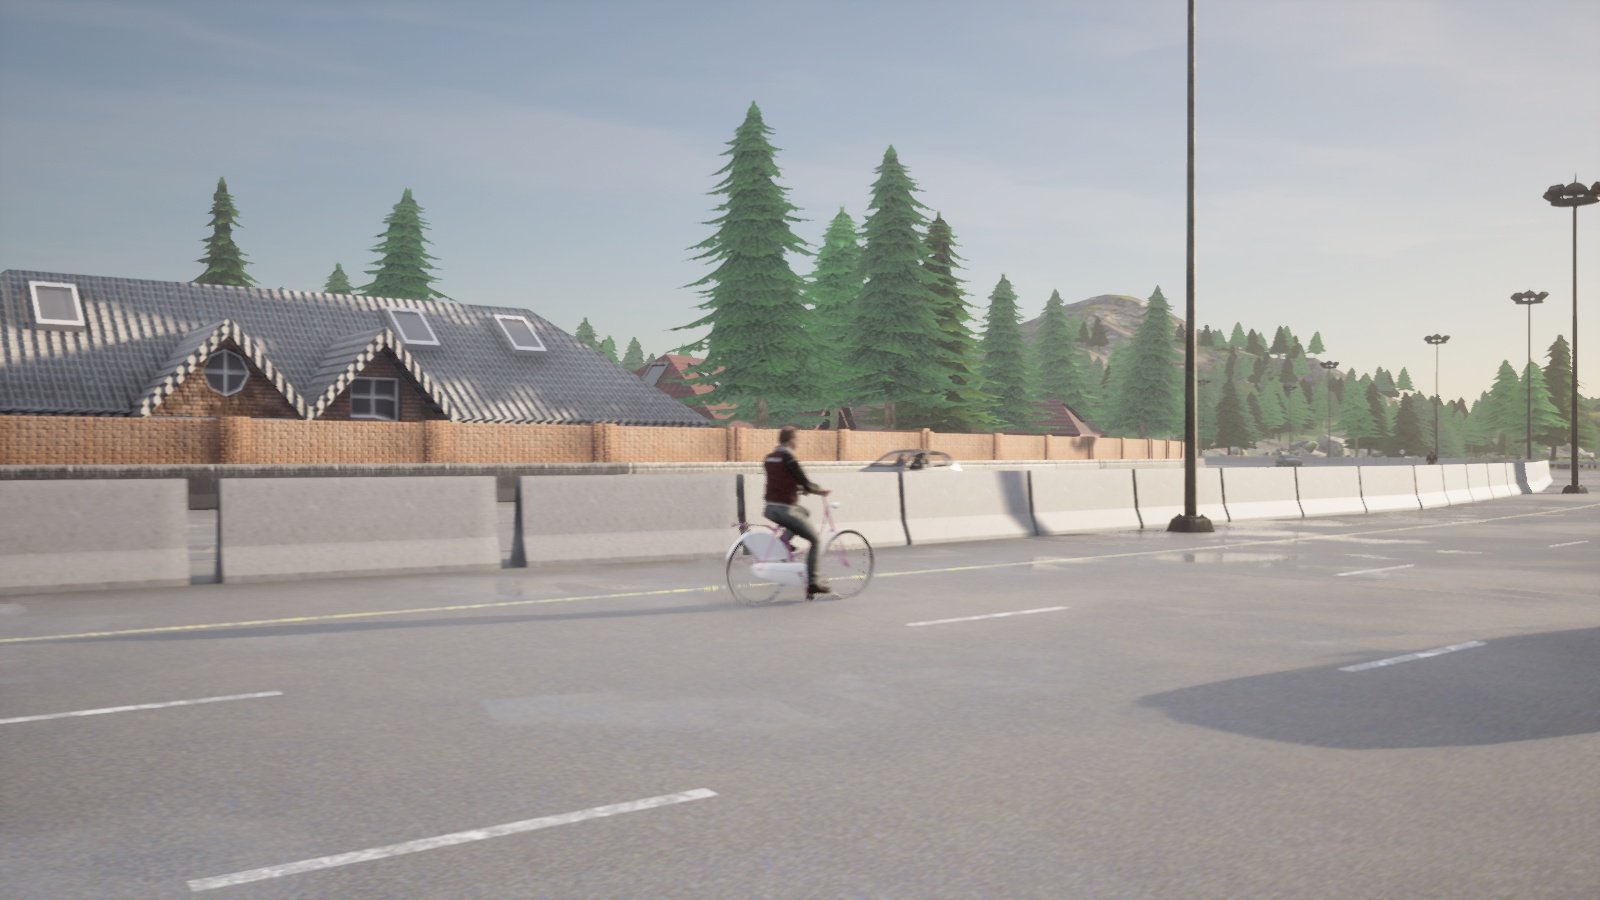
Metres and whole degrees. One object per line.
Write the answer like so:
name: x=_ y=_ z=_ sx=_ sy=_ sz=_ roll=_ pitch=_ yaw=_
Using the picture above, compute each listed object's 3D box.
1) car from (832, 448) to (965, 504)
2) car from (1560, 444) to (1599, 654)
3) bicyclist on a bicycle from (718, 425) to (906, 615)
car: x=3.037 y=0.741 z=38.251 sx=3.988 sy=1.617 sz=1.851 roll=0 pitch=0 yaw=-45
car: x=8.161 y=0.709 z=9.952 sx=4.902 sy=1.511 sz=2.128 roll=0 pitch=0 yaw=-39
bicyclist on a bicycle: x=0.144 y=0.650 z=12.540 sx=1.843 sy=1.776 sz=0.659 roll=0 pitch=0 yaw=-37
